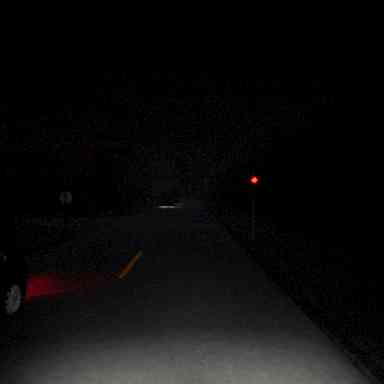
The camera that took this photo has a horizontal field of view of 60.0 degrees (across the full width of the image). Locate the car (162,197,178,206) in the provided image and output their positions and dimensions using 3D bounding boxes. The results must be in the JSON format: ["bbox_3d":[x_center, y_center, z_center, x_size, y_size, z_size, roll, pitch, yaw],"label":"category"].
[{"bbox_3d":[-4.010,1.671,56.160,2.033,1.411,5.357,0,0,1],"label":"car"}]

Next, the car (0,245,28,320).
[{"bbox_3d":[-4.085,1.515,4.534,1.837,1.490,4.892,0,0,0],"label":"car"}]
